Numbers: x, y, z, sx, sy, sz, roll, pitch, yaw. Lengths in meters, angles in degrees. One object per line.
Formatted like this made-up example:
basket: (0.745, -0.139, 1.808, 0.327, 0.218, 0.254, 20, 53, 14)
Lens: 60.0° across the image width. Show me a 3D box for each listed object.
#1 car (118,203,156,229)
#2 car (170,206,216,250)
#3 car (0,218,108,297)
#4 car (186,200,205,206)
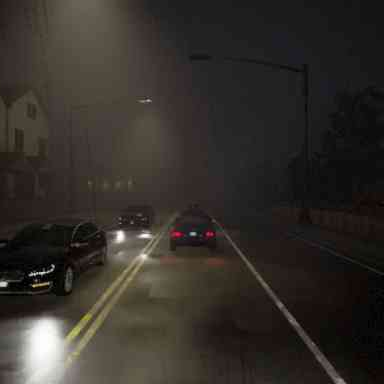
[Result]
car: (-3.510, 1.504, 21.874, 1.837, 1.490, 4.892, 0, 1, 0)
car: (0.044, 1.556, 14.383, 2.033, 1.411, 5.357, 0, 0, 0)
car: (-3.575, 1.500, 8.737, 1.837, 1.490, 4.892, 0, 0, 0)
car: (0.325, 1.568, 34.466, 2.033, 1.411, 5.357, 0, 0, 4)
